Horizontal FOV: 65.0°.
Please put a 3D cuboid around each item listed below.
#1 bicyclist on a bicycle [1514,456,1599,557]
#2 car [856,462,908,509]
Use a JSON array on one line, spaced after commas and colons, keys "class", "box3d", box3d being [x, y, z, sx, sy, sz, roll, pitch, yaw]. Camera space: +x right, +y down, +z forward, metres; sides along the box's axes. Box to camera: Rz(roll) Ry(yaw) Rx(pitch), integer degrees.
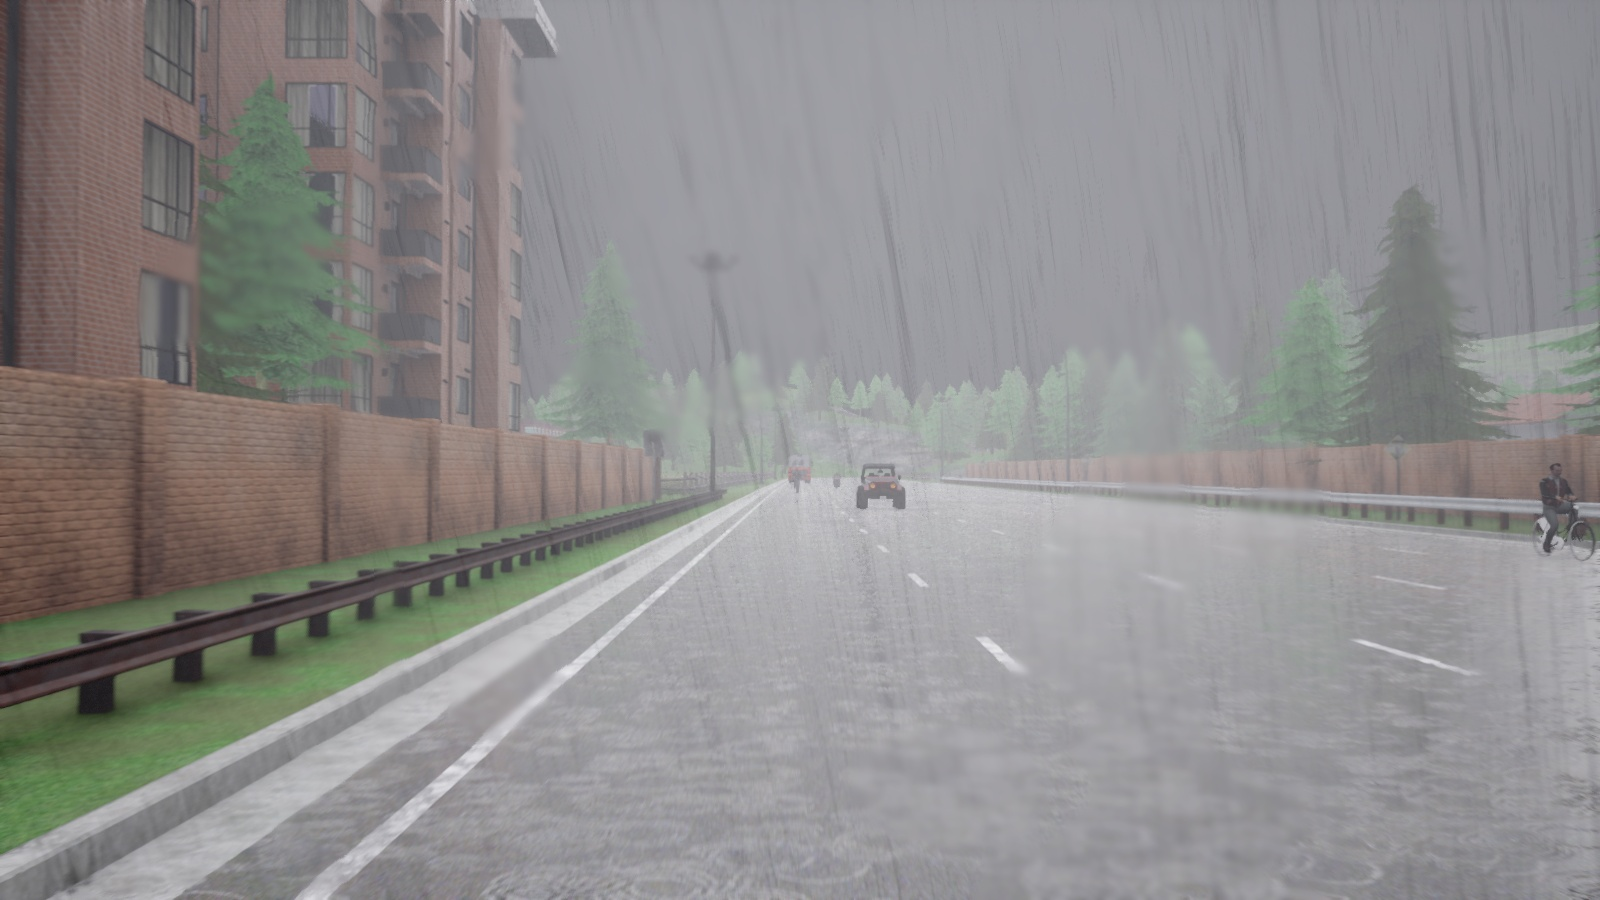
[{"class": "bicyclist on a bicycle", "box3d": [13.943, 1.014, 22.979, 0.659, 1.776, 1.843, 0, -1, 0]}, {"class": "car", "box3d": [3.371, 1.474, 52.481, 1.905, 1.878, 3.866, 0, -1, 0]}]
